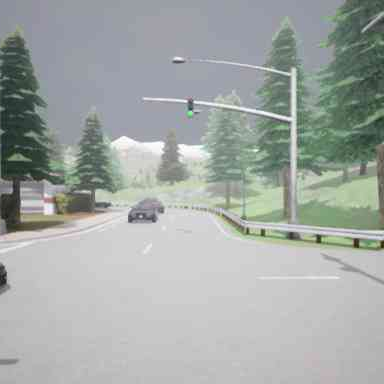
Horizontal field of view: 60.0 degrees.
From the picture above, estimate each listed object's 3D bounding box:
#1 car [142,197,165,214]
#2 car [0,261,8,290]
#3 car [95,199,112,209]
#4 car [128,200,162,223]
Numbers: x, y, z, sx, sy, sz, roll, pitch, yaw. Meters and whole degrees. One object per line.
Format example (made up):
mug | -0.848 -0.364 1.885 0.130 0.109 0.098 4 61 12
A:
car | -4.357 1.328 35.254 2.097 1.767 4.553 0 0 -18
car | -6.191 1.623 6.870 4.181 1.385 1.994 1 0 0
car | -12.937 1.582 43.654 4.718 1.301 1.895 0 0 5
car | -3.651 1.547 25.454 1.994 1.385 4.181 0 0 -1
